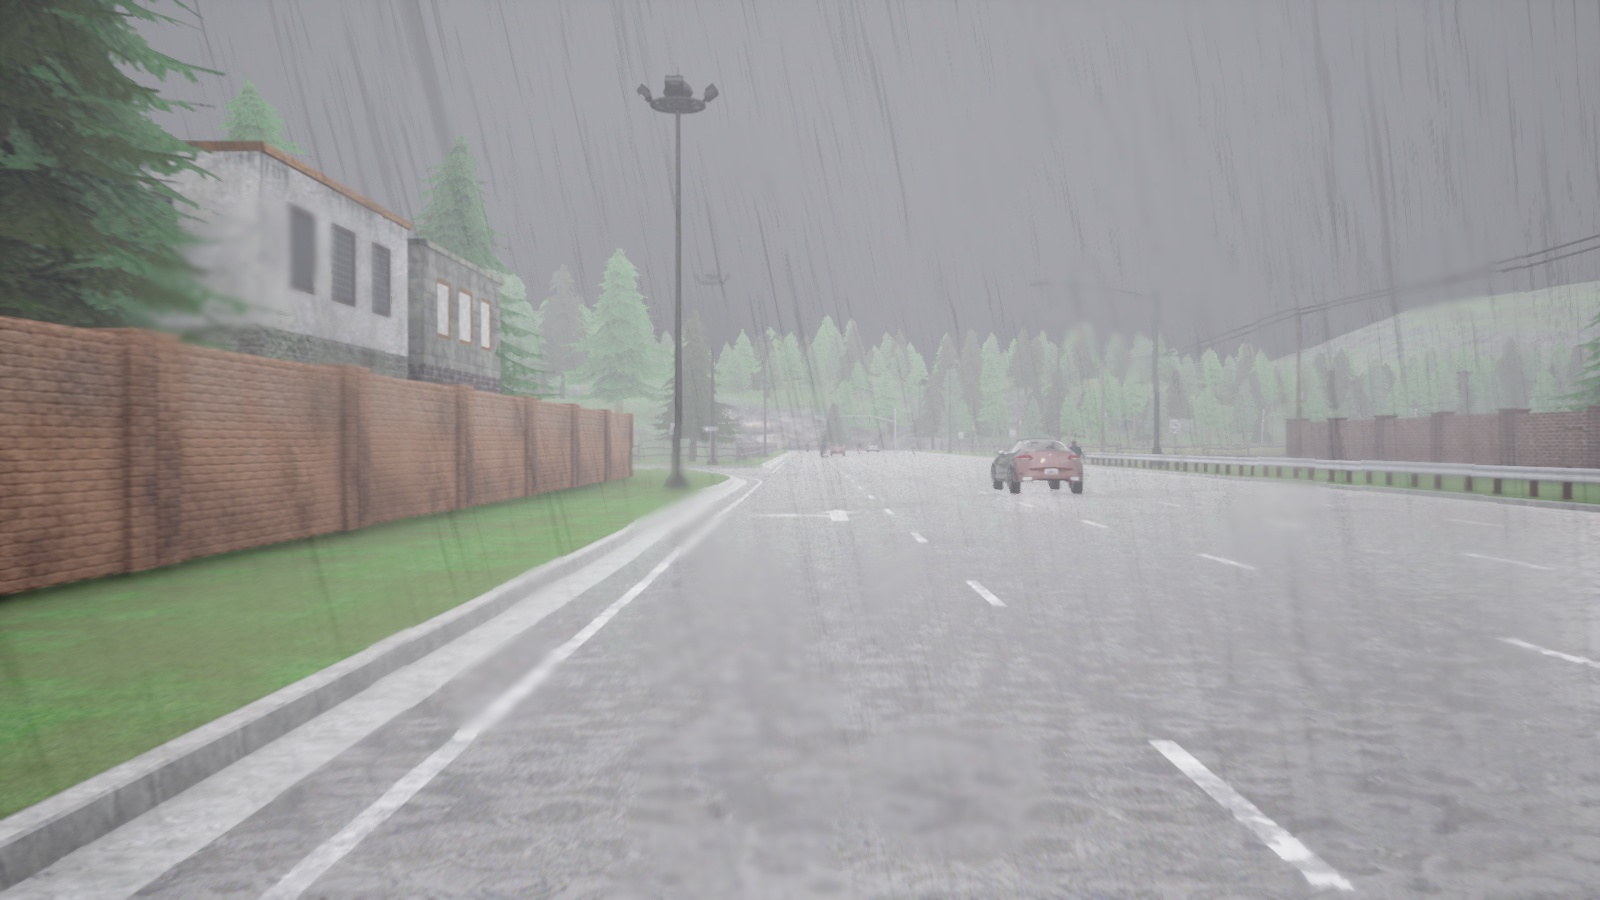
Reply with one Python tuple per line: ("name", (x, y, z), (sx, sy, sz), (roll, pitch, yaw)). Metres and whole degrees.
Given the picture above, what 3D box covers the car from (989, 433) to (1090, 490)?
("car", (7.234, 0.316, 38.442), (2.152, 1.651, 5.027), (0, 0, 0))
